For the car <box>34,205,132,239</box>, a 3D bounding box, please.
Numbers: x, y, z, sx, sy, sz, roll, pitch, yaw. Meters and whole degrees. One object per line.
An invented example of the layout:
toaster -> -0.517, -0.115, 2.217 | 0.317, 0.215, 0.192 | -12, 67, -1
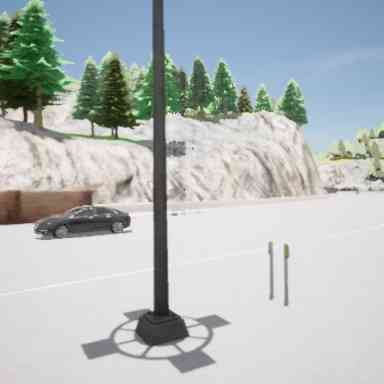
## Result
car -> -5.565, 1.491, 17.408 | 4.892, 1.490, 1.837 | 0, 0, -38

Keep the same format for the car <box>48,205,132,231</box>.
car -> -6.419, 1.579, 21.159 | 4.718, 1.301, 1.895 | -1, 0, -38
